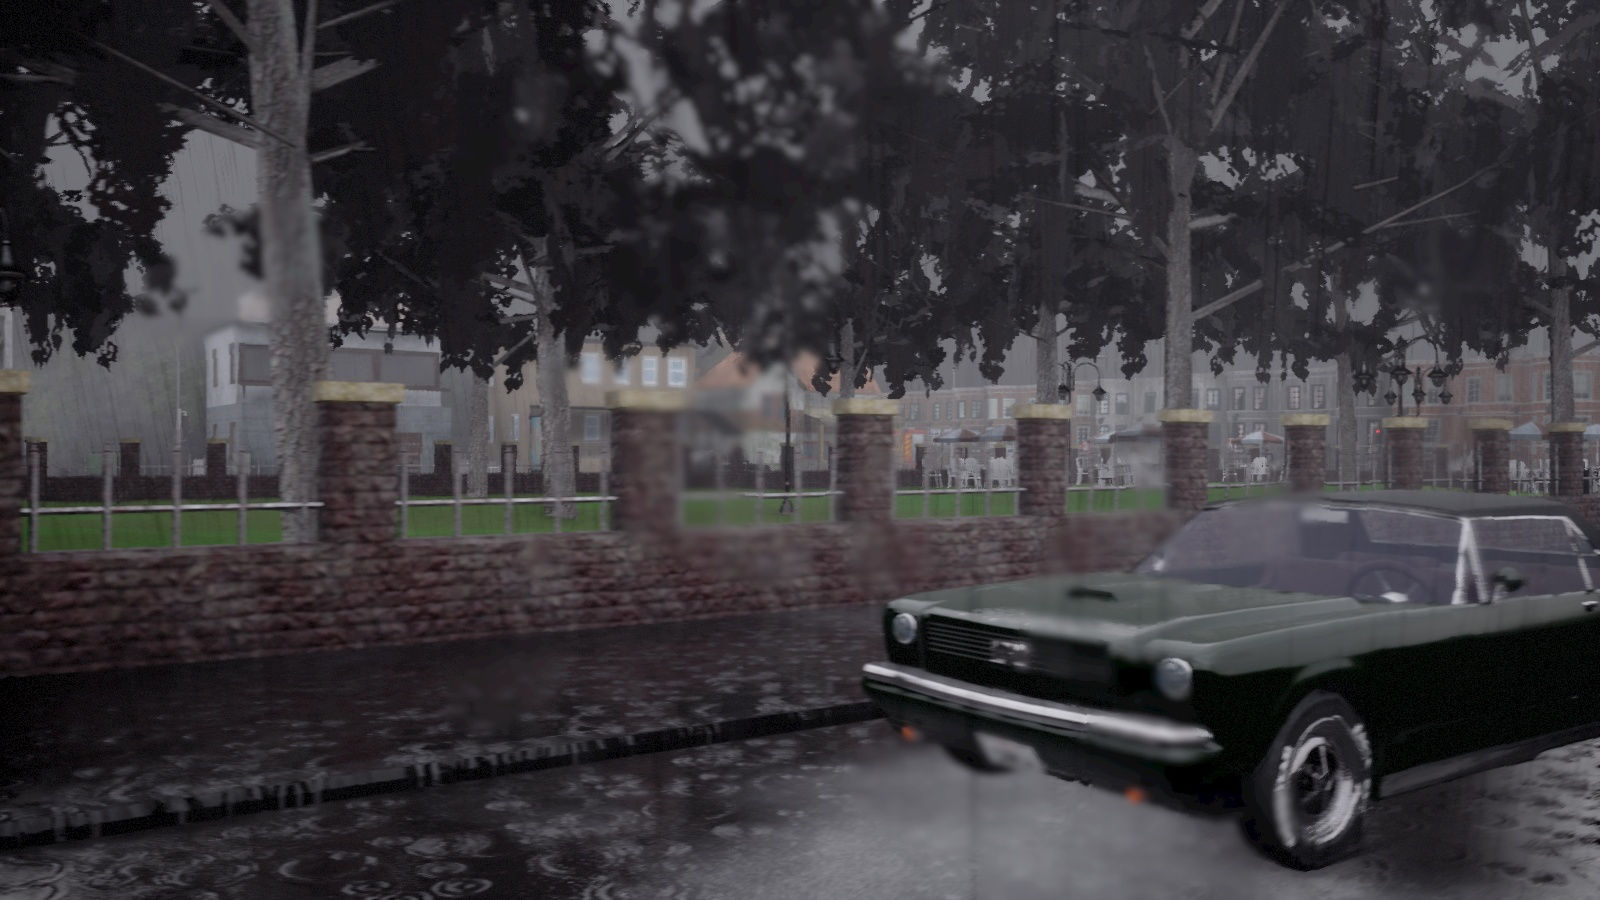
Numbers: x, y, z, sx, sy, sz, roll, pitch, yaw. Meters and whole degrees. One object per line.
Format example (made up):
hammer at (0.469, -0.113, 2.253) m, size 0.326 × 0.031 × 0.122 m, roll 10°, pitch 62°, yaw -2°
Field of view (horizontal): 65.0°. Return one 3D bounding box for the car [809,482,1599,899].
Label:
car at (2.515, 0.855, 6.019) m, size 4.718 × 1.301 × 1.895 m, roll 0°, pitch 0°, yaw -35°

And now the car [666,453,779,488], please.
car at (-3.487, 0.896, 57.024) m, size 4.892 × 1.490 × 1.837 m, roll 0°, pitch 0°, yaw -35°
